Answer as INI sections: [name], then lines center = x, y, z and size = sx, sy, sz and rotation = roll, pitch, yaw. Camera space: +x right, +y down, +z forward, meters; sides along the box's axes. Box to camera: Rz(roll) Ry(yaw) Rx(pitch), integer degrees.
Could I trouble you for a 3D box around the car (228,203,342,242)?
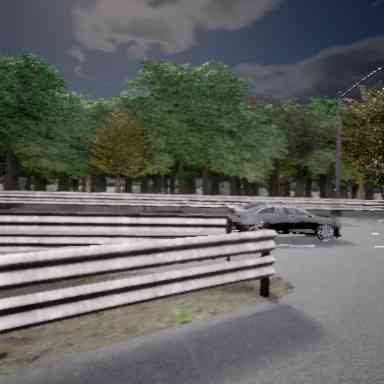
[car]
center = 3.867, 1.227, 14.165
size = 4.902, 1.511, 2.128
rotation = 2, 1, -7
